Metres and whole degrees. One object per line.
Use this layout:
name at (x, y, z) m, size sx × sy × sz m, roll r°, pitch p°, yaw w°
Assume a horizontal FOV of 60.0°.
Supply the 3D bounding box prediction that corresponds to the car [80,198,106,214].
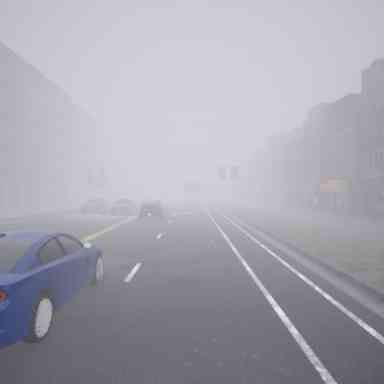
car at (-9.840, 1.393, 33.689) m, size 1.837 × 1.490 × 4.892 m, roll 0°, pitch 0°, yaw 0°

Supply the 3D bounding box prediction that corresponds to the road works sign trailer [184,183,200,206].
road works sign trailer at (0.004, 0.320, 52.318) m, size 2.380 × 3.560 × 2.880 m, roll 0°, pitch 0°, yaw 0°

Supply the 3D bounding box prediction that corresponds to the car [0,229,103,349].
car at (-3.152, 1.453, 6.400) m, size 1.882 × 1.535 × 5.008 m, roll 0°, pitch 0°, yaw 0°

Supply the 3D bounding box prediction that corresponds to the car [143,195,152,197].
car at (-9.744, 1.299, 74.087) m, size 1.812 × 1.442 × 4.674 m, roll 0°, pitch 0°, yaw 0°

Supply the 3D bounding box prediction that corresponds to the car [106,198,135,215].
car at (-6.591, 1.396, 32.358) m, size 1.837 × 1.490 × 4.892 m, roll 0°, pitch 0°, yaw 0°

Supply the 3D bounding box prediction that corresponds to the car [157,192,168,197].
car at (-6.494, 1.000, 74.056) m, size 2.150 × 2.045 × 5.566 m, roll 0°, pitch 0°, yaw 0°

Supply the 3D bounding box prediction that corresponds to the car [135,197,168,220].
car at (-3.149, 1.410, 27.098) m, size 1.837 × 1.490 × 4.892 m, roll 0°, pitch 0°, yaw 0°
